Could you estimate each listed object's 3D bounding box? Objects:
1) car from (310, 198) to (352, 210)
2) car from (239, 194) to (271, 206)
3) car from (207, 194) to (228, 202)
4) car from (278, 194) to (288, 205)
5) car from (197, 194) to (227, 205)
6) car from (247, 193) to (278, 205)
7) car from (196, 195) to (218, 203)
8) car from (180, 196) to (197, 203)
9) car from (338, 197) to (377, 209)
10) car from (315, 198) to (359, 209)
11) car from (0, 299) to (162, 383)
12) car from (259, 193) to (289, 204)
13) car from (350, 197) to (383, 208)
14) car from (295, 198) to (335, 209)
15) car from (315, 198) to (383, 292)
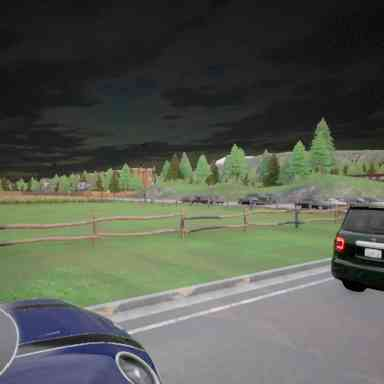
[{"bbox_3d":[17.921,1.526,43.028,1.812,1.442,4.674,0,0,-36],"label":"car"},{"bbox_3d":[9.813,1.477,54.079,1.882,1.535,5.008,0,0,-36],"label":"car"},{"bbox_3d":[5.534,1.231,71.893,2.097,1.767,4.553,0,0,-36],"label":"car"},{"bbox_3d":[14.820,1.492,59.106,2.128,1.511,4.902,0,0,-36],"label":"car"},{"bbox_3d":[3.492,1.505,56.793,1.837,1.490,4.892,0,0,-36],"label":"car"},{"bbox_3d":[11.553,1.222,57.631,2.150,2.045,5.566,0,0,-36],"label":"car"},{"bbox_3d":[2.997,1.382,69.435,1.882,1.535,5.008,0,0,-36],"label":"car"},{"bbox_3d":[-0.361,1.554,68.093,2.033,1.411,5.357,0,0,-36],"label":"car"},{"bbox_3d":[23.479,1.526,47.285,1.812,1.442,4.674,0,0,-37],"label":"car"},{"bbox_3d":[20.010,1.547,46.095,2.033,1.411,5.357,0,0,-36],"label":"car"},{"bbox_3d":[-2.384,1.352,2.040,4.553,1.767,2.097,0,0,-36],"label":"car"},{"bbox_3d":[15.726,1.223,63.852,2.150,2.045,5.566,0,0,-36],"label":"car"},{"bbox_3d":[26.500,1.547,49.087,2.033,1.411,5.357,0,0,-36],"label":"car"},{"bbox_3d":[15.055,1.503,41.017,1.837,1.490,4.892,0,1,-36],"label":"car"},{"bbox_3d":[5.510,1.221,7.701,5.566,2.045,2.150,0,0,-36],"label":"car"}]
